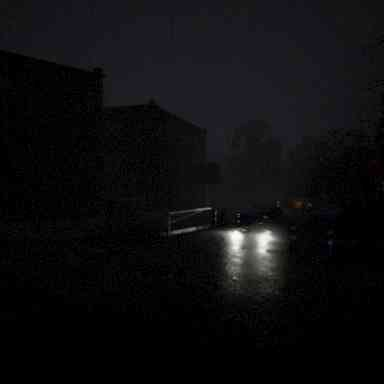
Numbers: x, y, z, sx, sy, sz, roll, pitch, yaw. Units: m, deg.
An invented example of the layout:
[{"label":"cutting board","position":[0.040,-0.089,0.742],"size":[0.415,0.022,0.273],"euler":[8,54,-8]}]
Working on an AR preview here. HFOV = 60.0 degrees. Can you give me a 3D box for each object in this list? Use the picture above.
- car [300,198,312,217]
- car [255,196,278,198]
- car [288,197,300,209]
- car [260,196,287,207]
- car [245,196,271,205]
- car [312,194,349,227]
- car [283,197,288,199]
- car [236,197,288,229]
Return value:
[{"label":"car","position":[13.930,1.501,37.189],"size":[2.231,1.521,4.892],"euler":[1,0,9]},{"label":"car","position":[10.600,1.306,46.475],"size":[2.097,1.767,4.553],"euler":[1,0,-3]},{"label":"car","position":[14.421,1.495,42.908],"size":[2.097,1.535,5.008],"euler":[1,0,1]},{"label":"car","position":[13.165,1.491,54.078],"size":[2.097,1.535,5.008],"euler":[0,1,-13]},{"label":"car","position":[11.817,1.553,59.782],"size":[2.231,1.521,4.892],"euler":[0,-1,-20]},{"label":"car","position":[10.958,1.204,26.151],"size":[2.435,2.045,5.566],"euler":[1,0,20]},{"label":"car","position":[14.229,1.471,48.501],"size":[2.231,1.521,4.892],"euler":[0,0,-7]},{"label":"car","position":[4.203,1.287,20.237],"size":[1.882,1.535,5.008],"euler":[2,0,27]}]
